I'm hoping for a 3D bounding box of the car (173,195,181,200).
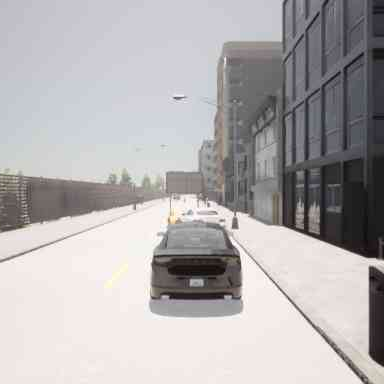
[{"bbox_3d":[-4.145,1.530,90.679,1.837,1.490,4.892,0,0,0],"label":"car"}]

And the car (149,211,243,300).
[{"bbox_3d":[0.086,1.480,8.453,1.882,1.535,5.008,0,0,0],"label":"car"}]

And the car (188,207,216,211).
[{"bbox_3d":[0.507,1.544,17.801,1.812,1.442,4.674,0,-1,-10],"label":"car"}]

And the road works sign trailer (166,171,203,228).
[{"bbox_3d":[-0.519,0.470,21.280,2.380,3.560,2.880,0,0,-16],"label":"road works sign trailer"}]
